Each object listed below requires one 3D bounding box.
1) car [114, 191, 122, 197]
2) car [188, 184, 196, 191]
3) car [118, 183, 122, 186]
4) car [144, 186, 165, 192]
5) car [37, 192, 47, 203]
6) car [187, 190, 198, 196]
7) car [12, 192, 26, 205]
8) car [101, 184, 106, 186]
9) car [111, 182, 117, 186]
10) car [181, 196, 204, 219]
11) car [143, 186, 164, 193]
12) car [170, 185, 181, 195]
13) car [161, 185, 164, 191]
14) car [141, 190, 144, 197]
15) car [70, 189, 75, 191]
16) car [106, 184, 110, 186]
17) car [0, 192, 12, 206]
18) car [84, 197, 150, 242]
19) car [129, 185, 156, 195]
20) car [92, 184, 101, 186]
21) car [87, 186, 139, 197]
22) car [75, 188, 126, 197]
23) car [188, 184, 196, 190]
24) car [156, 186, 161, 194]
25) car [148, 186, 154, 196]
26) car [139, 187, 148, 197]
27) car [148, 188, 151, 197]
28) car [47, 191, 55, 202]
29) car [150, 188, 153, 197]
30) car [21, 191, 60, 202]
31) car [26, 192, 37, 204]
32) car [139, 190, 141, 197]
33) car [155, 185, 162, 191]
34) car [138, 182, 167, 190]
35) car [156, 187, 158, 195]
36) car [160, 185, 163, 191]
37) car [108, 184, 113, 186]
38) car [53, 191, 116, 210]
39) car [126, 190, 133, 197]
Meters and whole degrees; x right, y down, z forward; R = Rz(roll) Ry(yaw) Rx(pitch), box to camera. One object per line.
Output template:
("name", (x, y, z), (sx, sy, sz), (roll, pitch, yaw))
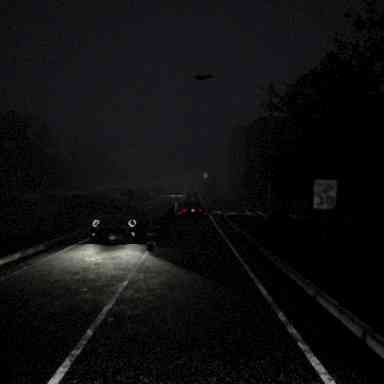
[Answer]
("car", (-10.109, 0.927, 34.150), (4.792, 1.488, 2.163), (0, 0, 0))
("car", (-0.065, -1.411, 92.552), (2.097, 1.767, 4.553), (0, 3, 0))
("car", (-22.695, -1.097, 92.685), (4.674, 1.452, 2.002), (0, 3, 0))
("car", (-9.842, -0.836, 87.055), (5.366, 1.575, 1.946), (0, 3, 0))
("car", (-23.256, 0.793, 45.346), (5.366, 1.575, 1.946), (0, 1, 0))
("car", (0.043, 0.904, 44.812), (2.033, 1.411, 5.357), (0, 2, 0))
("car", (-23.144, 0.891, 39.758), (4.792, 1.488, 2.163), (0, 0, 0))
("car", (-22.858, -0.364, 75.868), (4.553, 1.767, 2.185), (0, 3, 0))
("car", (-22.730, -0.939, 84.327), (5.566, 2.045, 2.435), (0, 3, 0))
("car", (0.065, 1.391, 28.001), (2.033, 1.411, 5.357), (0, 1, 0))
("car", (-9.674, -0.684, 84.275), (5.008, 1.535, 2.097), (0, 3, 0))
("car", (-3.334, -0.081, 72.258), (1.812, 1.442, 4.674), (0, 3, 0))
("car", (-9.721, -0.345, 78.719), (4.674, 1.452, 2.002), (0, 3, 0))
("car", (-9.939, 0.784, 48.076), (4.792, 1.488, 2.163), (0, 1, 0))
("car", (-22.976, 0.541, 56.496), (4.892, 1.521, 2.231), (0, 2, 0))
("car", (-22.799, -0.383, 78.656), (5.008, 1.535, 2.097), (0, 3, 0))
("car", (-23.141, 0.921, 36.845), (4.674, 1.452, 2.002), (0, 0, 0))
("car", (-3.347, 1.332, 16.212), (2.097, 1.767, 4.553), (0, 0, 0))
("car", (-9.866, 0.134, 64.789), (4.553, 1.767, 2.185), (0, 2, 0))
("car", (-22.900, -0.224, 70.288), (5.566, 2.045, 2.435), (0, 3, 0))
("car", (-10.042, 0.588, 42.505), (5.566, 2.045, 2.435), (0, 1, 0))
("car", (-10.089, 0.761, 36.935), (4.553, 1.767, 2.185), (0, 0, 0))
("car", (-0.080, -0.623, 82.157), (1.882, 1.535, 5.008), (0, 3, 0))
("car", (-9.784, 0.026, 70.365), (5.008, 1.535, 2.097), (0, 3, 0))
("car", (-9.888, 0.238, 62.011), (4.553, 1.767, 2.185), (0, 2, 0))
("car", (-9.893, 0.498, 53.653), (4.553, 1.767, 2.185), (0, 2, 0))
("car", (-9.873, 0.575, 56.443), (4.792, 1.488, 2.163), (0, 2, 0))
("car", (-23.020, 0.780, 48.000), (4.792, 1.488, 2.163), (0, 1, 0))
("car", (-9.909, 0.488, 59.230), (4.792, 1.488, 2.163), (0, 2, 0))
("car", (-23.022, 0.690, 50.790), (5.008, 1.535, 2.097), (0, 1, 0))
("car", (-23.279, 0.830, 42.550), (5.366, 1.575, 1.946), (0, 1, 0))
("car", (-9.985, 0.803, 45.297), (4.892, 1.521, 2.231), (0, 1, 0))
("car", (-9.763, -0.103, 73.151), (5.008, 1.535, 2.097), (0, 3, 0))
("car", (-9.730, -0.785, 81.482), (5.566, 2.045, 2.435), (0, 3, 0))
("car", (-9.815, 0.187, 67.580), (4.674, 1.452, 2.002), (0, 3, 0))
("car", (-9.717, -0.210, 75.936), (4.792, 1.488, 2.163), (0, 3, 0))
("car", (-22.966, -0.542, 81.561), (5.366, 1.575, 1.946), (0, 3, 0))
("car", (-10.073, 0.938, 31.365), (4.792, 1.488, 2.163), (0, 0, 0))
("car", (-10.030, 0.868, 39.714), (5.008, 1.535, 2.097), (0, 1, 0))
